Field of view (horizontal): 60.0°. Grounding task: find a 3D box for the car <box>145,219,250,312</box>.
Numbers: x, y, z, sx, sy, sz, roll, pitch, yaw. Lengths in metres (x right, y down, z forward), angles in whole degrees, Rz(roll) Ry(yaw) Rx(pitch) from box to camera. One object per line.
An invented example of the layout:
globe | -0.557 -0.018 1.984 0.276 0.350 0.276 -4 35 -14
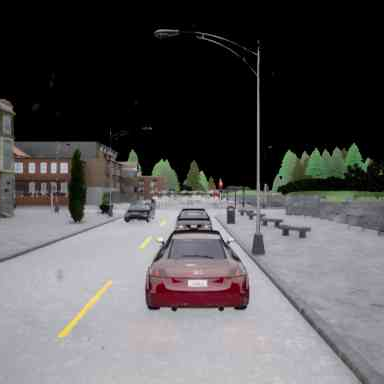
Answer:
car | 0.091 1.564 7.819 1.994 1.385 4.181 0 0 0

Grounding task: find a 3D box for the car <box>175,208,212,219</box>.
car | 0.074 1.547 17.055 2.033 1.411 5.357 0 0 0

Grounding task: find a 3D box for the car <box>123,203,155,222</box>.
car | -4.040 1.615 26.380 2.033 1.411 5.357 0 0 0
